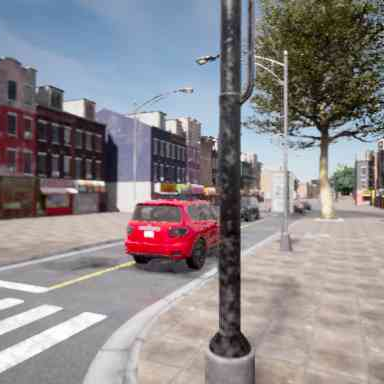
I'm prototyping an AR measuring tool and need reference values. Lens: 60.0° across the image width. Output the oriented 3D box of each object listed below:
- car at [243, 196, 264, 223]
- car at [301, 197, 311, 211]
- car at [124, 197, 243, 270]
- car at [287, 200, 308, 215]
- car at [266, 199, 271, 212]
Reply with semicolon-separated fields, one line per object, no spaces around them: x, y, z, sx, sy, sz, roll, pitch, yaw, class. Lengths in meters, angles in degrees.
4.334;1.459;28.727;2.150;2.045;5.566;0;0;24;car
16.343;1.956;48.792;2.128;1.511;4.902;0;-1;24;car
-0.108;1.285;11.676;2.150;2.045;5.566;0;-1;24;car
12.217;1.889;39.368;1.812;1.442;4.674;0;-1;25;car
11.625;2.015;44.939;1.994;1.385;4.181;0;-1;24;car
